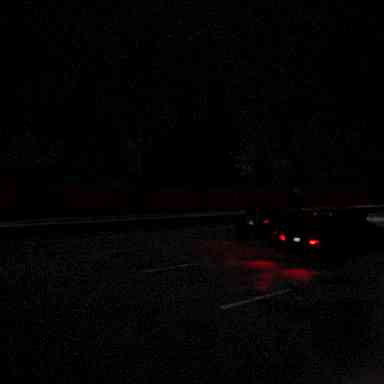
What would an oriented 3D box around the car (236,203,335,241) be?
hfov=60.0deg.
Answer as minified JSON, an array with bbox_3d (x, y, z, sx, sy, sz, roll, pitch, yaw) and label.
[{"bbox_3d":[4.261,1.352,15.477,4.553,1.767,2.097,0,0,-36],"label":"car"}]

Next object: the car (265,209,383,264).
[{"bbox_3d":[5.306,1.547,11.894,5.357,1.411,2.033,0,0,-36],"label":"car"}]

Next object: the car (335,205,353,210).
[{"bbox_3d":[11.050,1.602,24.716,4.718,1.301,1.895,0,0,-36],"label":"car"}]
